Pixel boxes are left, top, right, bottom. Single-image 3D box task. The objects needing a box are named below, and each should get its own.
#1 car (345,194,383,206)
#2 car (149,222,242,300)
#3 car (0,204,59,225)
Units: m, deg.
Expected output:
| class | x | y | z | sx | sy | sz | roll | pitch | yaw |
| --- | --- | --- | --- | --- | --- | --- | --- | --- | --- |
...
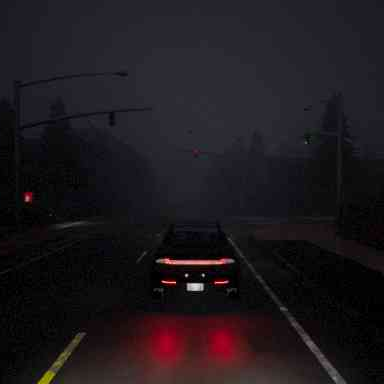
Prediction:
| class | x | y | z | sx | sy | sz | roll | pitch | yaw |
| --- | --- | --- | --- | --- | --- | --- | --- | --- | --- |
| car | 15.856 | 1.202 | 28.932 | 5.566 | 2.045 | 2.150 | 0 | 0 | -8 |
| car | 0.076 | 1.491 | 8.398 | 2.128 | 1.511 | 4.902 | 0 | 0 | 0 |
| car | -11.748 | 1.541 | 23.202 | 4.674 | 1.442 | 1.812 | 0 | 0 | -2 |
